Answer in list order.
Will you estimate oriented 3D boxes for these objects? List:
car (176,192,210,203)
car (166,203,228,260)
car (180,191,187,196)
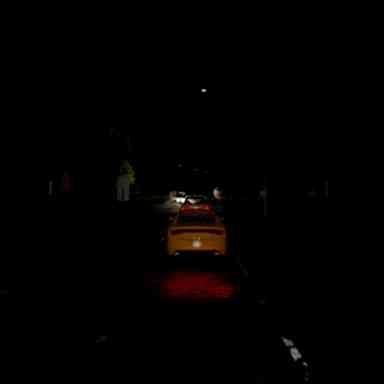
[{"bbox_3d":[0.186,1.078,23.193,2.097,1.767,4.553,0,1,-1],"label":"car"},{"bbox_3d":[0.167,1.337,11.880,1.882,1.535,5.008,0,0,1],"label":"car"},{"bbox_3d":[-2.253,0.348,87.272,1.812,1.442,4.674,0,1,0],"label":"car"}]
